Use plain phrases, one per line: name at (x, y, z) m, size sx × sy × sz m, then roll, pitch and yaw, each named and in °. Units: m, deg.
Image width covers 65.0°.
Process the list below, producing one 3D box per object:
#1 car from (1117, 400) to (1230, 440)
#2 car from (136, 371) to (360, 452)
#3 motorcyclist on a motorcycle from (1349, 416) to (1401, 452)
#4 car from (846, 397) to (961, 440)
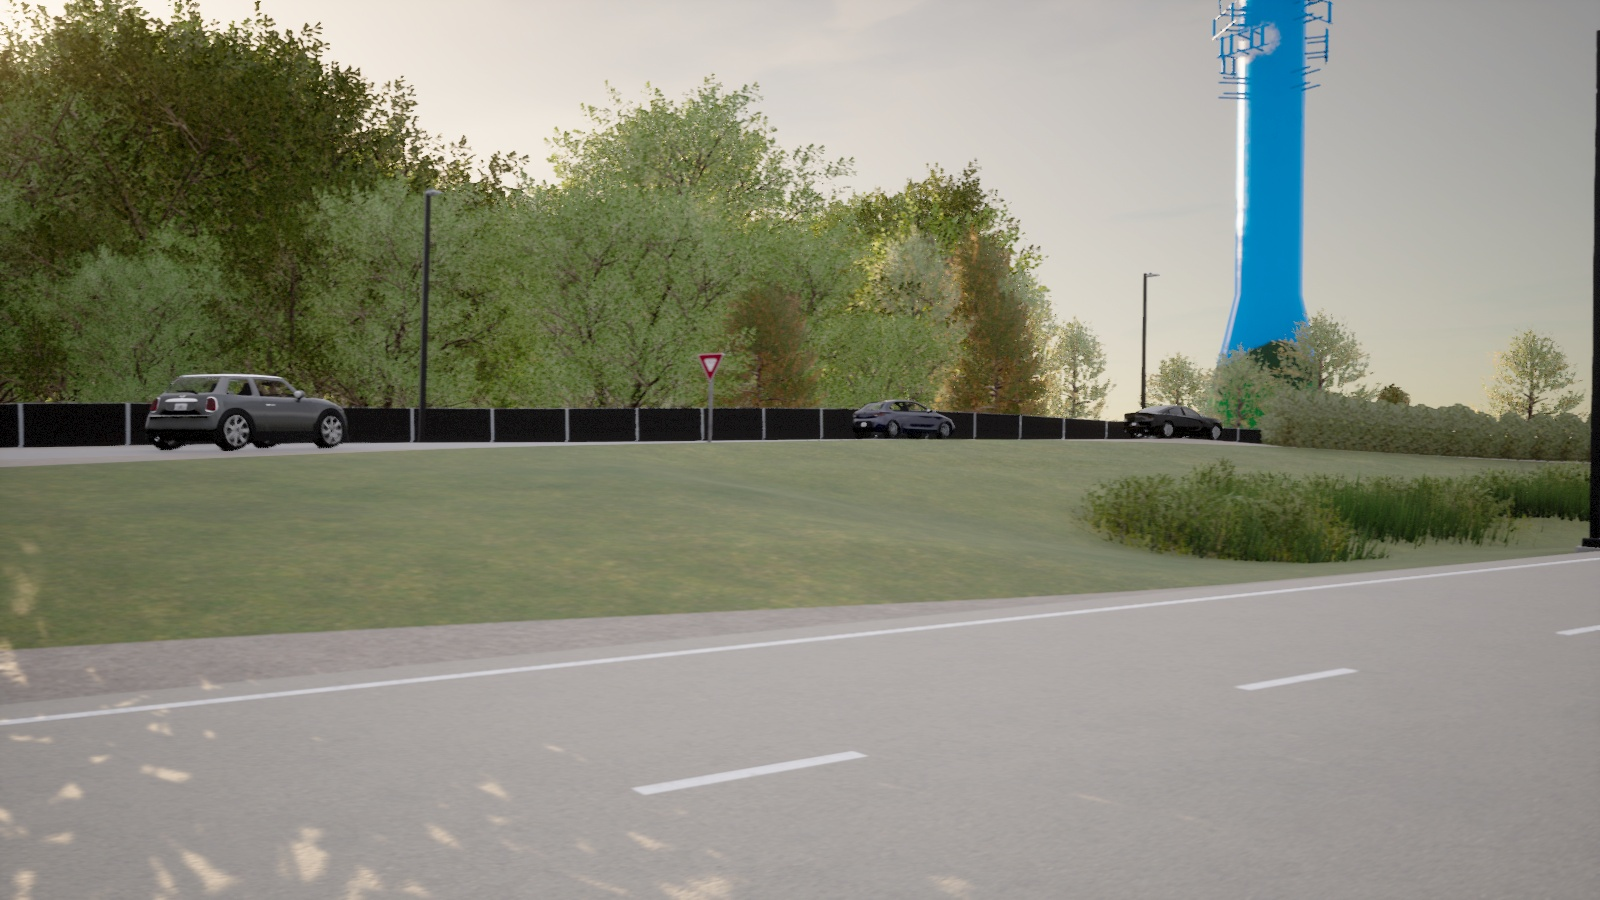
car at (16.360, -1.269, 54.920) m, size 5.008 × 1.535 × 1.882 m, roll 2°, pitch -1°, yaw -32°
car at (-10.847, -0.738, 24.963) m, size 1.970 × 1.475 × 3.806 m, roll 0°, pitch 1°, yaw 20°
motorcyclist on a motorcycle at (28.083, -0.775, 61.345) m, size 2.350 × 1.649 × 0.766 m, roll 3°, pitch -1°, yaw -19°
car at (3.882, -1.125, 46.650) m, size 4.193 × 1.474 × 1.816 m, roll 0°, pitch -1°, yaw -41°
